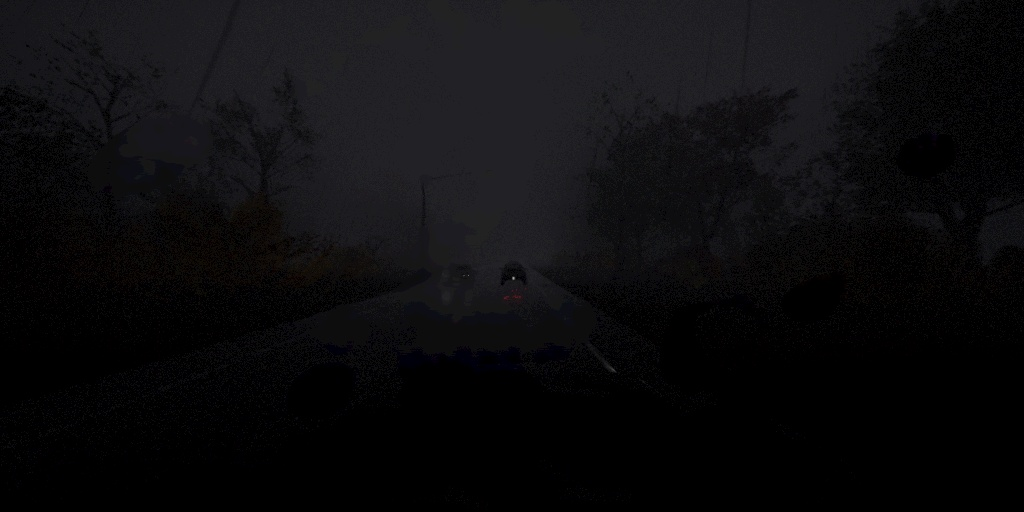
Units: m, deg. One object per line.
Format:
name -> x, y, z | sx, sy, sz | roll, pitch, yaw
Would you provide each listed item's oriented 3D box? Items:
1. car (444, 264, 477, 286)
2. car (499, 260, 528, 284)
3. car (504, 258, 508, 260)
car -> -3.579, 1.304, 25.615 | 1.837, 1.490, 4.892 | 0, -1, 0
car -> 0.116, 1.305, 27.364 | 1.837, 1.490, 4.892 | 0, 0, 0
car -> 0.185, 1.338, 45.498 | 1.837, 1.490, 4.892 | 0, 0, 0
